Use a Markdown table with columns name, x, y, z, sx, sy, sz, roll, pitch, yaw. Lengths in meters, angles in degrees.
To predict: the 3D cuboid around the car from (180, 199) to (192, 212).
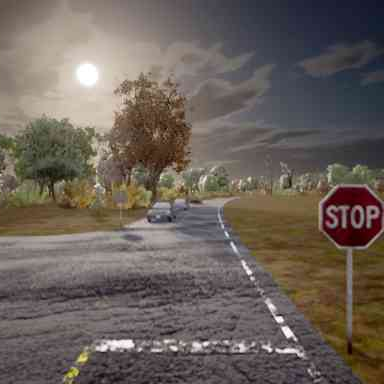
| name | x | y | z | sx | sy | sz | roll | pitch | yaw |
| --- | --- | --- | --- | --- | --- | --- | --- | --- | --- |
| car | -1.389 | 1.528 | 39.723 | 1.812 | 1.442 | 4.674 | 0 | 1 | 5 |

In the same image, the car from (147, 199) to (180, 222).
| name | x | y | z | sx | sy | sz | roll | pitch | yaw |
| --- | --- | --- | --- | --- | --- | --- | --- | --- | --- |
| car | -2.320 | 1.528 | 26.623 | 1.812 | 1.442 | 4.674 | 0 | 0 | 4 |

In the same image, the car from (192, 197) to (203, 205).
| name | x | y | z | sx | sy | sz | roll | pitch | yaw |
| --- | --- | --- | --- | --- | --- | --- | --- | --- | --- |
| car | 0.821 | 1.600 | 60.506 | 1.895 | 1.301 | 4.718 | 0 | 0 | 7 |
